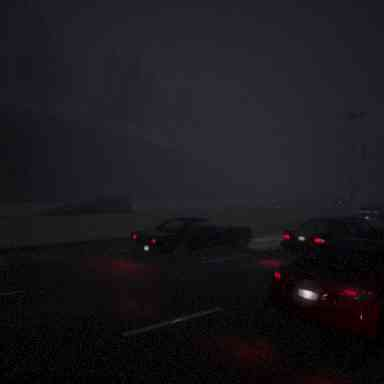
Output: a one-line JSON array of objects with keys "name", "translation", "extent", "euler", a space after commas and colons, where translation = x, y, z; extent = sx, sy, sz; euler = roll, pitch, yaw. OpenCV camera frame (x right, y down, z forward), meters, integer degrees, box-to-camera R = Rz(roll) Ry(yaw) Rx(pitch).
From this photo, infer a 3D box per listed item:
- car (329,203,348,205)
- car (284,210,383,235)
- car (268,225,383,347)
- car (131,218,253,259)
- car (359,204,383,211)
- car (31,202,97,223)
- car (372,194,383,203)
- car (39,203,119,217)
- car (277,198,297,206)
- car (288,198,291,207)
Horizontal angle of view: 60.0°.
[{"name": "car", "translation": [21.502, 1.560, 48.676], "extent": [2.097, 1.767, 4.553], "euler": [0, 0, 39]}, {"name": "car", "translation": [5.581, 1.601, 12.619], "extent": [5.357, 1.411, 2.033], "euler": [0, 0, -39]}, {"name": "car", "translation": [3.409, 1.593, 6.467], "extent": [4.181, 1.385, 1.994], "euler": [0, 0, -38]}, {"name": "car", "translation": [0.171, 1.642, 12.779], "extent": [4.718, 1.301, 1.895], "euler": [0, 0, -38]}, {"name": "car", "translation": [13.897, 1.604, 24.702], "extent": [4.902, 1.511, 2.128], "euler": [0, 0, -43]}, {"name": "car", "translation": [-10.344, 1.587, 27.018], "extent": [4.674, 1.442, 1.812], "euler": [0, 0, -39]}, {"name": "car", "translation": [45.274, 1.544, 80.662], "extent": [2.150, 2.045, 5.566], "euler": [0, 0, 36]}, {"name": "car", "translation": [-7.389, 1.539, 20.471], "extent": [4.902, 1.511, 2.128], "euler": [0, 0, -38]}, {"name": "car", "translation": [17.273, 1.759, 60.208], "extent": [1.812, 1.442, 4.674], "euler": [0, 0, 38]}, {"name": "car", "translation": [17.644, 1.696, 55.019], "extent": [1.882, 1.535, 5.008], "euler": [0, 0, 39]}]
